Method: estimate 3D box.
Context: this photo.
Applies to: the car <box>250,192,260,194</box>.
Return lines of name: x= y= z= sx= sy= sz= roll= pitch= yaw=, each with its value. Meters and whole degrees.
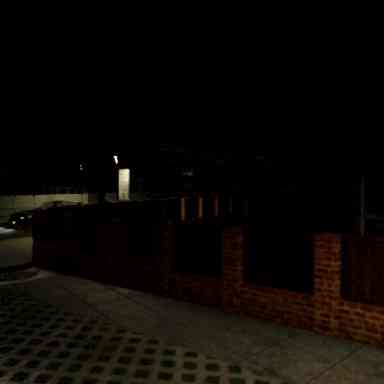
car: x=6.038 y=0.744 z=35.509 sx=5.008 sy=1.535 sz=1.882 roll=-1 pitch=2 yaw=-43

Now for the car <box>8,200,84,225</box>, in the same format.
car: x=-8.087 y=1.234 z=20.337 sx=2.033 sy=1.411 sz=5.357 roll=1 pitch=2 yaw=40
